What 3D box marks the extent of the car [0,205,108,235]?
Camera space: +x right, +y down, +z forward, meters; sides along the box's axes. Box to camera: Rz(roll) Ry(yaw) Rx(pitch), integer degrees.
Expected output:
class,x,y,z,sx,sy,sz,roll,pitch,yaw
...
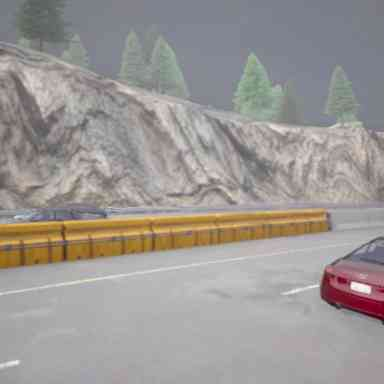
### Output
class,x,y,z,sx,sy,sz,roll,pitch,yaw
car,-6.948,1.540,16.115,5.357,1.411,2.033,0,0,-34

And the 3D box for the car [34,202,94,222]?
class,x,y,z,sx,sy,sz,roll,pitch,yaw
car,-10.166,1.554,26.518,4.181,1.385,1.994,0,0,-33

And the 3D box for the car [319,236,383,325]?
class,x,y,z,sx,sy,sz,roll,pitch,yaw
car,4.506,1.572,6.649,4.181,1.385,1.994,0,0,-33
